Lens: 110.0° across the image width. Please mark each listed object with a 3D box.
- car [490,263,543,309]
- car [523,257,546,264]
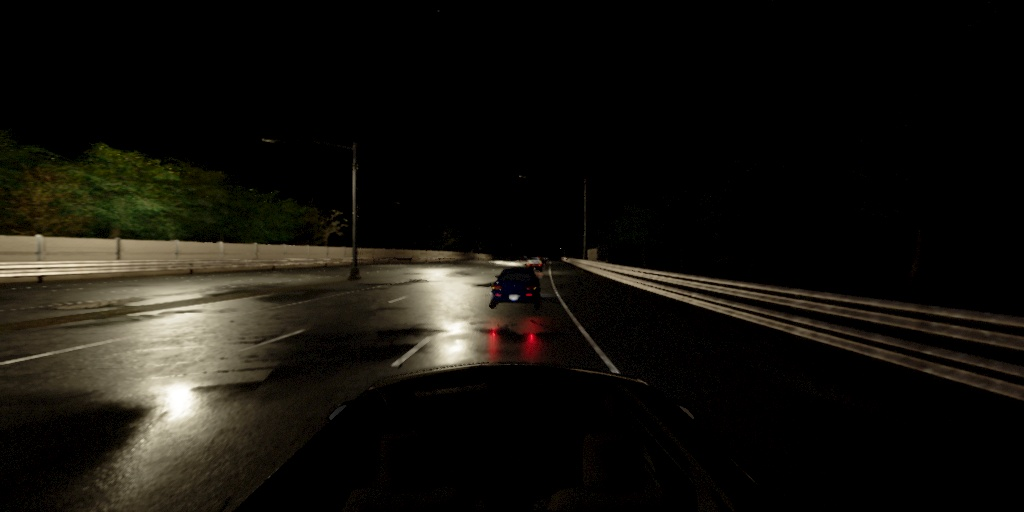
[{"bbox_3d":[0.226,1.204,14.351,1.812,1.442,4.674,0,0,4],"label":"car"},{"bbox_3d":[2.738,1.127,43.037,1.895,1.301,4.718,0,0,6],"label":"car"}]
